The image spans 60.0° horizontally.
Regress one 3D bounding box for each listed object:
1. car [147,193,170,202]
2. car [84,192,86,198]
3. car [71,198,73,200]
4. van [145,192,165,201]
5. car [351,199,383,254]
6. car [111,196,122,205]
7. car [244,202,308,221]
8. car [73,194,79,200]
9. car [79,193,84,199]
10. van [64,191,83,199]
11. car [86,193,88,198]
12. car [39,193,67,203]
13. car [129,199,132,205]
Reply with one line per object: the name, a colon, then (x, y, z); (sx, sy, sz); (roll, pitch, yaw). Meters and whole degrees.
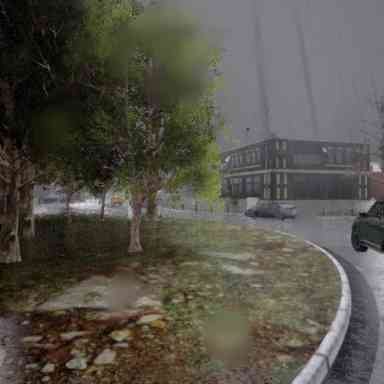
car: (-6.763, 1.356, 64.871); (4.792, 1.488, 2.163); (0, 0, -9)
car: (-29.803, 1.086, 82.589); (5.366, 1.575, 1.946); (0, 1, -9)
car: (-27.796, 1.295, 68.945); (4.674, 1.452, 2.002); (0, 1, -9)
van: (-8.166, 1.032, 73.094); (4.442, 1.987, 1.878); (0, 1, -9)
car: (6.917, 1.221, 10.697); (2.150, 2.045, 5.566); (0, 0, 11)
car: (-13.245, 1.362, 58.525); (1.882, 1.535, 5.008); (0, 0, -11)
car: (6.639, 1.541, 26.861); (2.033, 1.411, 5.357); (0, 0, -34)
car: (-28.680, 1.196, 74.393); (4.892, 1.521, 2.231); (0, 1, -9)
car: (-29.576, 0.873, 79.829); (5.566, 2.045, 2.435); (0, 1, -9)
van: (-30.308, 0.828, 85.297); (4.442, 1.987, 1.878); (0, 1, -9)
car: (-30.867, 1.020, 88.003); (5.008, 1.535, 2.097); (0, 1, -9)
car: (-26.892, 1.181, 63.500); (4.553, 1.767, 2.185); (0, 0, -9)
car: (-9.300, 1.520, 54.265); (1.895, 1.301, 4.718); (0, 0, -13)
